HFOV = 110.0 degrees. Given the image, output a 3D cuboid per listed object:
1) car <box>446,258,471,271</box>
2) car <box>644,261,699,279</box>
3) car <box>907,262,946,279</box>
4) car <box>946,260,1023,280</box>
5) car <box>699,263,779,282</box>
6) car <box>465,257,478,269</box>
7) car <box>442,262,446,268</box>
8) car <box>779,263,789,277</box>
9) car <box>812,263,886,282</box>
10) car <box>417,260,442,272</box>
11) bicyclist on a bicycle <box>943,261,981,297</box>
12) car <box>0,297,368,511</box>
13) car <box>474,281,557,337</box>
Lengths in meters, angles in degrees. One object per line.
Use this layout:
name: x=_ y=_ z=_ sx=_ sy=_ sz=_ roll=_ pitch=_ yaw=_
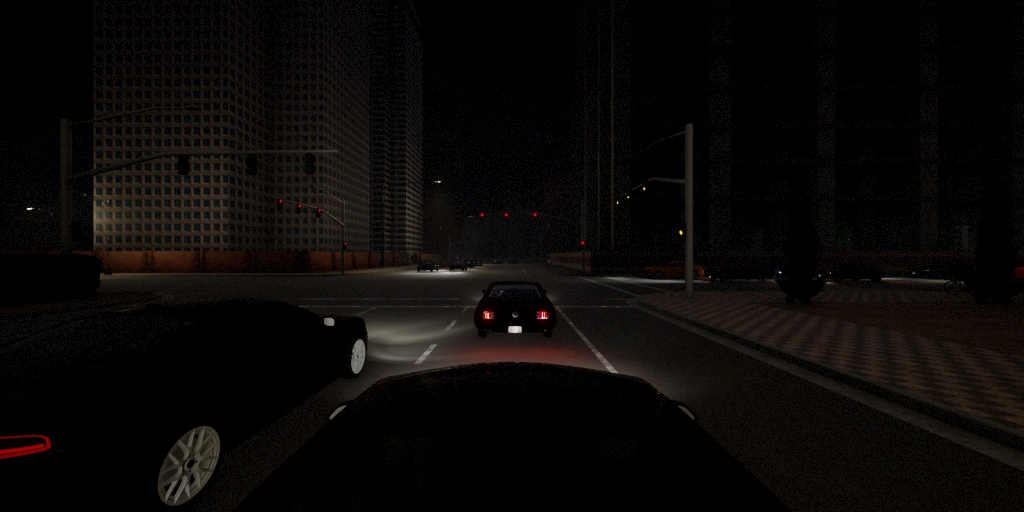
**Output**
car: x=-7.223 y=1.351 z=48.465 sx=1.895 sy=1.301 sz=4.718 roll=0 pitch=0 yaw=1
car: x=14.338 y=1.228 z=31.954 sx=5.008 sy=1.535 sz=1.882 roll=0 pitch=0 yaw=0
car: x=38.100 y=1.240 z=31.783 sx=4.902 sy=1.511 sz=2.128 roll=0 pitch=0 yaw=1
car: x=38.042 y=1.101 z=28.284 sx=4.553 sy=1.767 sz=2.097 roll=0 pitch=0 yaw=1
car: x=17.909 y=1.351 z=28.430 sx=4.718 sy=1.301 sz=1.895 roll=0 pitch=0 yaw=0
car: x=-7.075 y=1.255 z=57.681 sx=1.837 sy=1.490 sz=4.892 roll=0 pitch=0 yaw=1
car: x=-10.618 y=1.351 z=55.457 sx=1.895 sy=1.301 sz=4.718 roll=0 pitch=0 yaw=1
car: x=24.149 y=1.297 z=31.890 sx=5.357 sy=1.411 sz=2.033 roll=0 pitch=0 yaw=0
car: x=26.691 y=1.276 z=28.364 sx=4.674 sy=1.442 sz=1.812 roll=0 pitch=0 yaw=0
car: x=-10.755 y=1.228 z=46.115 sx=1.882 sy=1.535 sz=5.008 roll=0 pitch=0 yaw=1
bicyclist on a bicycle: x=20.758 y=1.051 z=16.429 sx=0.582 sy=1.620 sz=1.656 roll=0 pitch=0 yaw=0
car: x=-3.452 y=1.228 z=4.278 sx=1.882 sy=1.535 sz=5.008 roll=0 pitch=0 yaw=1
car: x=0.074 y=1.351 z=10.227 sx=1.895 sy=1.301 sz=4.718 roll=0 pitch=0 yaw=0
